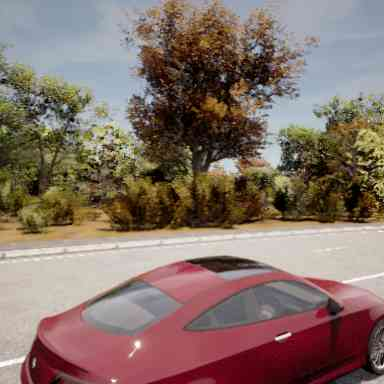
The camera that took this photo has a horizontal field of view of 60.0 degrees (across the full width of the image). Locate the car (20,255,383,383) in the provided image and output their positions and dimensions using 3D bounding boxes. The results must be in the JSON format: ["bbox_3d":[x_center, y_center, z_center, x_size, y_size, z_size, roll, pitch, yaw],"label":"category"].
[{"bbox_3d":[0.584,1.528,3.977,4.674,1.442,1.812,0,0,-34],"label":"car"}]
